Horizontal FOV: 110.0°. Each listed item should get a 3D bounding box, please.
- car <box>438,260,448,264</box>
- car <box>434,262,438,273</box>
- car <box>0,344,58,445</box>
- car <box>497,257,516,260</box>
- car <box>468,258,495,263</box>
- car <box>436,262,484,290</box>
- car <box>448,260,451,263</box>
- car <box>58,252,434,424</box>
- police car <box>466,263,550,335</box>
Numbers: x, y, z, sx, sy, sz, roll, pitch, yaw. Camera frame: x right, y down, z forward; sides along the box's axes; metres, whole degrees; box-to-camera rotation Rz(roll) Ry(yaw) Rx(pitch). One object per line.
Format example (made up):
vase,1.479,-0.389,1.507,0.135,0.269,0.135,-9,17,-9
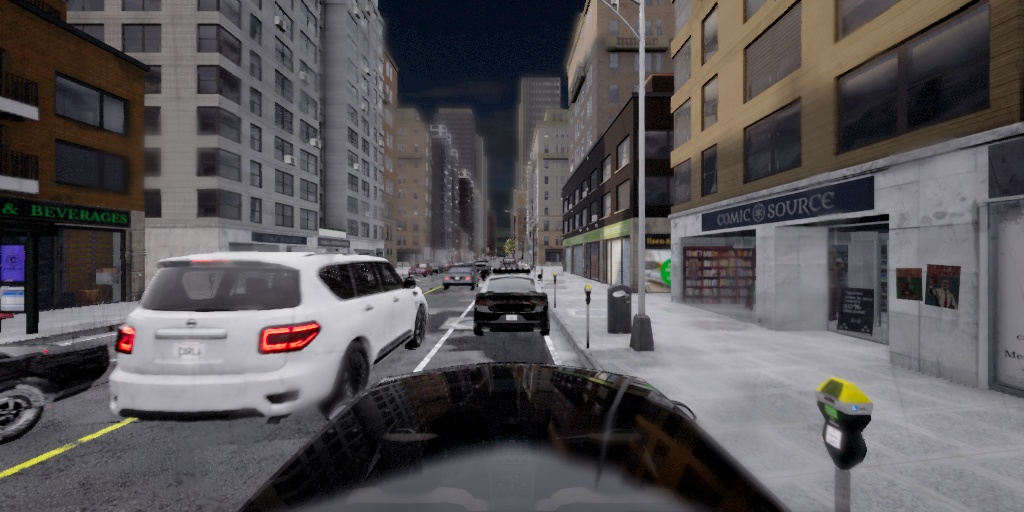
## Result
car,-8.796,1.317,40.305,1.948,1.339,4.313,0,0,0
car,-8.799,1.333,34.780,1.802,1.307,4.207,0,0,0
car,-6.251,1.351,2.465,1.895,1.301,4.718,0,0,0
car,-0.270,1.066,40.308,2.192,1.841,5.009,0,0,0
car,-3.129,1.257,37.531,1.837,1.490,4.892,0,0,0
car,-3.036,1.297,22.402,2.033,1.411,5.357,0,0,0
car,-8.794,1.191,45.830,1.967,1.591,4.097,0,0,0
car,-3.041,0.972,6.048,2.150,2.045,5.566,0,0,0
police car,-0.008,1.175,10.608,1.930,1.638,5.238,0,0,0
